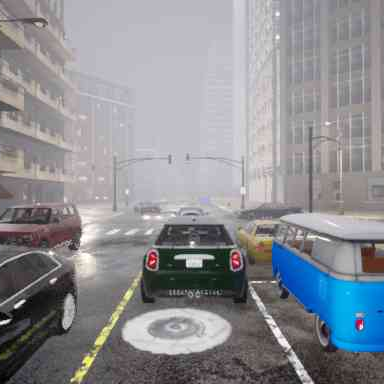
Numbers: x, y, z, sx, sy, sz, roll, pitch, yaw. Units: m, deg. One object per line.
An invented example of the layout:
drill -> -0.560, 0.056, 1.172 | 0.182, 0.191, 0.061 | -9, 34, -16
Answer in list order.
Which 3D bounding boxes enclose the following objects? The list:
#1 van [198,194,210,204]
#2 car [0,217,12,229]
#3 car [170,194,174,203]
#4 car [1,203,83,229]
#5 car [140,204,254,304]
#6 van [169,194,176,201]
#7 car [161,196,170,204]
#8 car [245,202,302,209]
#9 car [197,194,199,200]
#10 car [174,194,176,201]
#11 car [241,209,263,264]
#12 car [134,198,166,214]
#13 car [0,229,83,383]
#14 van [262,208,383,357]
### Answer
van -> 2.464, 1.434, 60.407 | 1.690, 1.788, 3.998 | 0, 0, 0
car -> -5.320, 1.443, 5.857 | 1.967, 1.590, 4.097 | 0, 0, 0
car -> -5.436, 1.567, 71.499 | 1.967, 1.590, 4.097 | 0, 0, 0
car -> -5.329, 1.321, 11.393 | 2.192, 1.841, 5.009 | 0, 0, 0
car -> 0.050, 1.355, 8.327 | 2.097, 1.767, 4.553 | 0, 0, 0
van -> -5.475, 1.550, 93.707 | 1.690, 1.788, 3.998 | 0, 0, 0
car -> -5.417, 1.618, 60.224 | 1.752, 1.417, 4.829 | 0, 0, 0
car -> 5.924, 1.493, 25.820 | 5.357, 1.411, 2.033 | -1, 0, -7
car -> 2.424, 1.711, 82.616 | 1.887, 1.381, 4.507 | 0, 0, 0
car -> -5.447, 1.712, 77.051 | 1.947, 1.339, 4.313 | 0, 0, 0
car -> 2.549, 1.532, 11.583 | 1.752, 1.417, 4.829 | 0, 0, 0
car -> -4.596, 1.600, 34.207 | 1.994, 1.385, 4.181 | 0, 0, -24
car -> -2.864, 1.506, 3.900 | 1.837, 1.490, 4.892 | 0, 0, 0
van -> 2.561, 1.344, 5.876 | 1.690, 1.788, 3.998 | 0, 0, 0
